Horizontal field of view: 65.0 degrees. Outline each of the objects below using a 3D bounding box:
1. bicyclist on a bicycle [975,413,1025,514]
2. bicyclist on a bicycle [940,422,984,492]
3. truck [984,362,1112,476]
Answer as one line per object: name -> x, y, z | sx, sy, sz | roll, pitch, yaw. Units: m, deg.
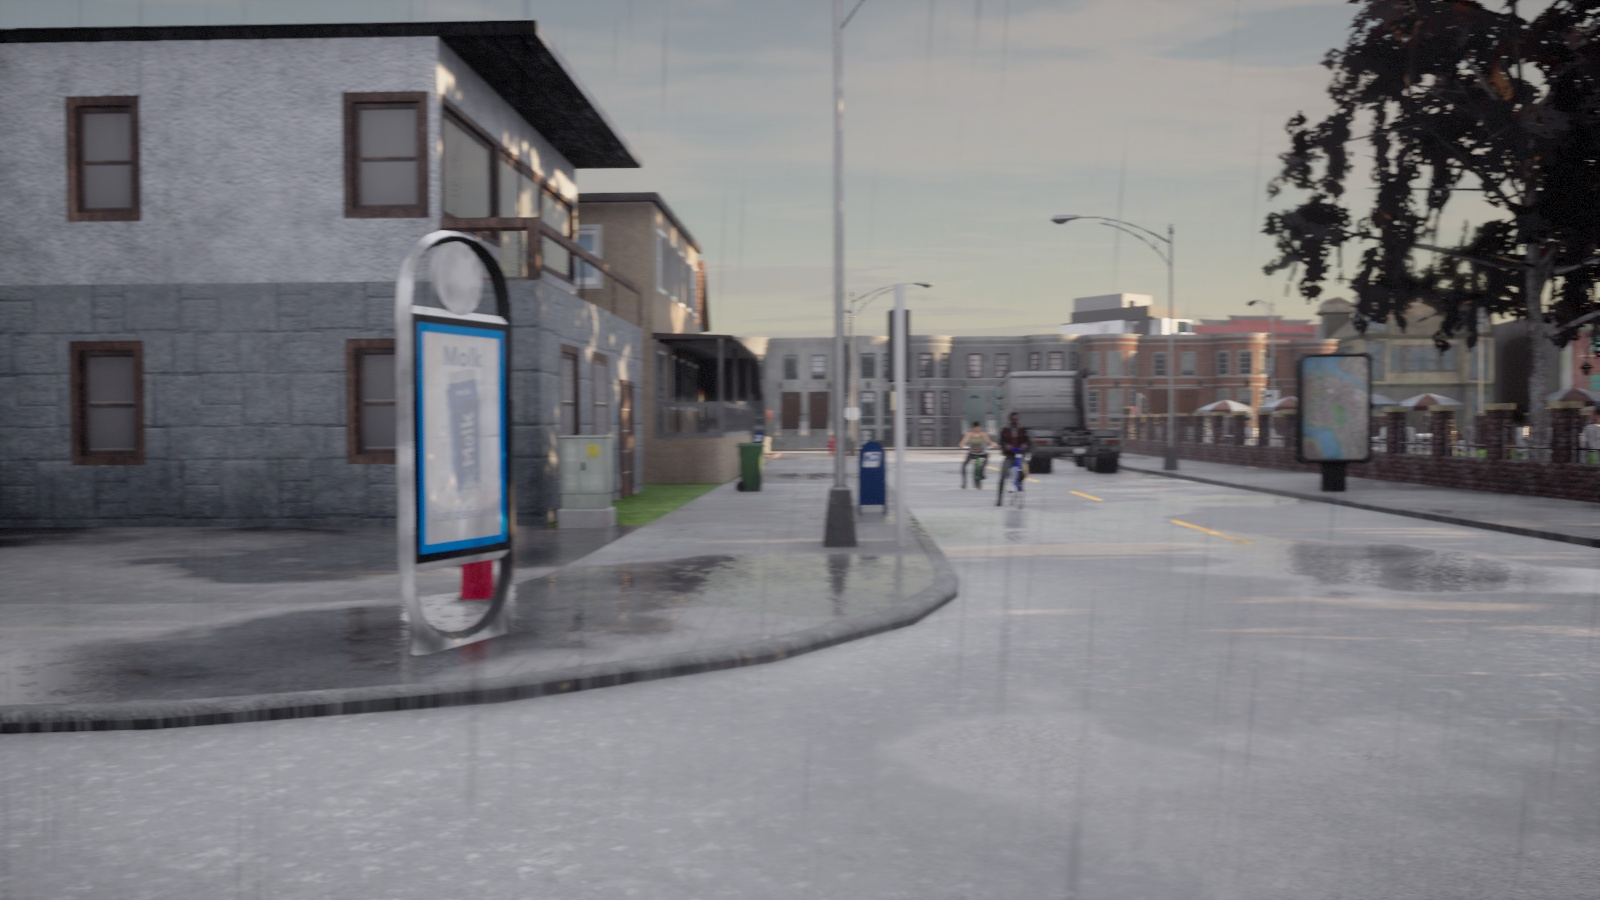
bicyclist on a bicycle -> 3.655, 0.217, 23.039 | 0.659, 1.776, 1.843 | 0, 1, 1
bicyclist on a bicycle -> 3.804, 0.147, 29.563 | 0.866, 1.612, 1.509 | 0, 1, 1
truck -> 8.103, -1.028, 42.067 | 2.891, 3.462, 7.936 | 0, 1, 1
